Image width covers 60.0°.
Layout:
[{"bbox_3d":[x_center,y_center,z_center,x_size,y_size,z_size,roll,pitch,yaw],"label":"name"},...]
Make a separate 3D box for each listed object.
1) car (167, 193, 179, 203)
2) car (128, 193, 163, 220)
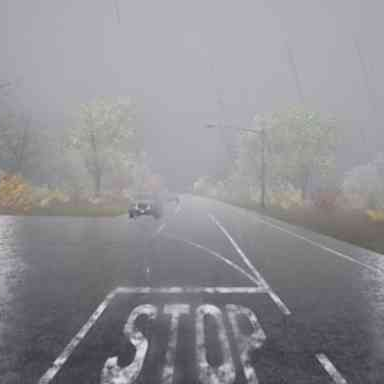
[{"bbox_3d":[-3.750,1.130,66.856,2.150,2.045,5.566,0,0,0],"label":"car"},{"bbox_3d":[-3.475,1.077,26.083,2.150,2.045,5.566,1,-2,0],"label":"car"}]
